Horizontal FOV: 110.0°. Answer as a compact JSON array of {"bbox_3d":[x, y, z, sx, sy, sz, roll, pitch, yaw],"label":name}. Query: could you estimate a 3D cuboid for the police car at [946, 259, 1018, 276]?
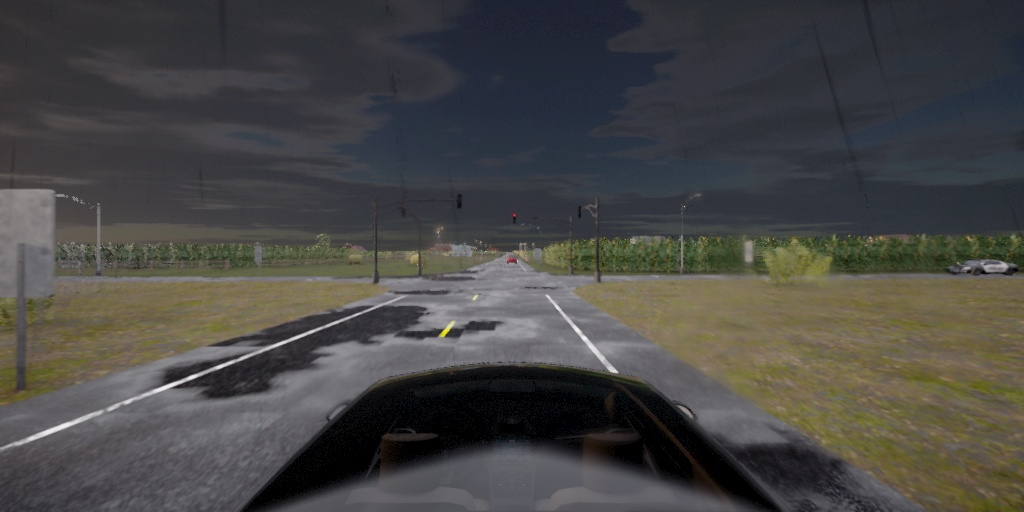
[{"bbox_3d":[43.531,1.063,33.379,4.974,1.542,2.038,0,0,0],"label":"police car"}]
